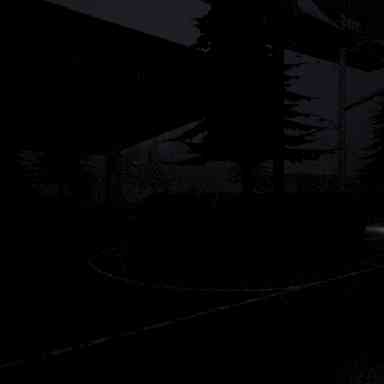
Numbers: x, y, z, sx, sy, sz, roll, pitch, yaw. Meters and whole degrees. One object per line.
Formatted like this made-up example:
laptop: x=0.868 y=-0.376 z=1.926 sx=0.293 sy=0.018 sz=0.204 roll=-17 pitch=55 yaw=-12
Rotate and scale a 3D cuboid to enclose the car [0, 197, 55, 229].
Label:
car: x=-11.886 y=1.313 z=23.526 sx=3.866 sy=1.878 sz=1.905 roll=0 pitch=0 yaw=-36
